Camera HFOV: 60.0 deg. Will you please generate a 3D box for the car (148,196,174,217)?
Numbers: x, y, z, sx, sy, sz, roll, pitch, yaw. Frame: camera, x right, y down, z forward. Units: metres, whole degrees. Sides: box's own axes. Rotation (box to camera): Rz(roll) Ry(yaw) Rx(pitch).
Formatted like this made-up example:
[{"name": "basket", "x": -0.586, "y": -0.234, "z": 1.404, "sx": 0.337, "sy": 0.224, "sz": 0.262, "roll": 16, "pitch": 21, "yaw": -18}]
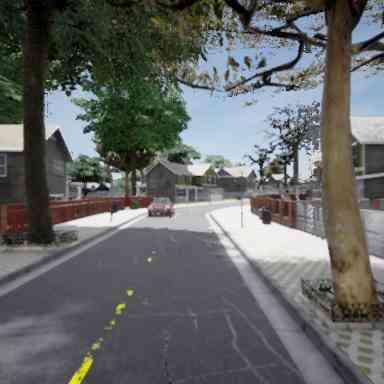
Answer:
[{"name": "car", "x": -2.871, "y": 1.324, "z": 31.515, "sx": 2.097, "sy": 1.767, "sz": 4.553, "roll": 0, "pitch": 0, "yaw": 2}]
